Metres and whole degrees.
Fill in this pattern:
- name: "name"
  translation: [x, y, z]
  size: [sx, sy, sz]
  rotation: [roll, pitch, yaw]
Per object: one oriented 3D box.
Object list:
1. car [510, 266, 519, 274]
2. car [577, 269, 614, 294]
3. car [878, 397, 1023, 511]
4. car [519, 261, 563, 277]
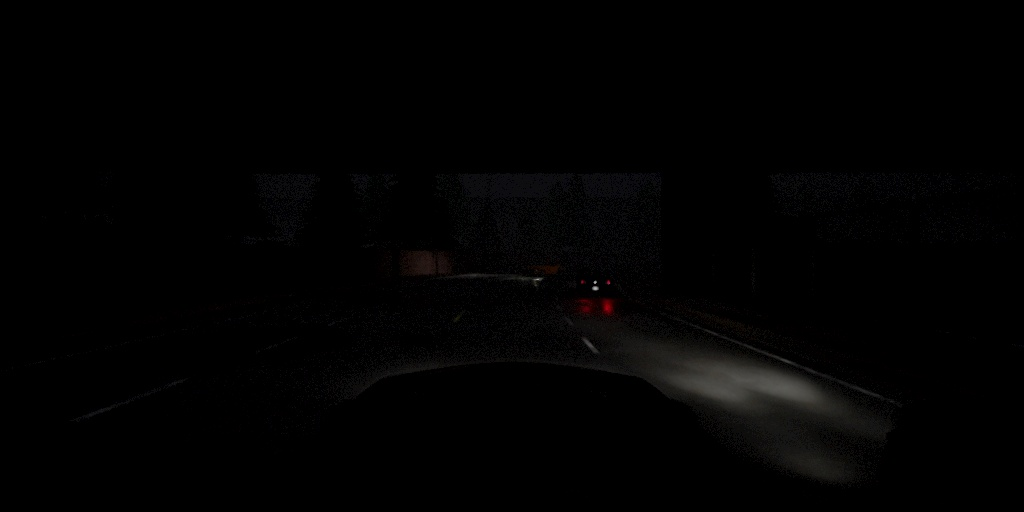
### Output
- name: "car"
  translation: [1.921, 1.362, 40.149]
  size: [1.895, 1.301, 4.718]
  rotation: [0, 0, 45]
- name: "car"
  translation: [4.637, 1.366, 20.340]
  size: [1.895, 1.301, 4.718]
  rotation: [0, 0, 11]
- name: "car"
  translation: [3.573, 1.252, 0.555]
  size: [2.128, 1.511, 4.902]
  rotation: [0, 0, 0]
- name: "car"
  translation: [3.250, 1.241, 36.017]
  size: [1.882, 1.535, 5.008]
  rotation: [-1, -1, 40]
